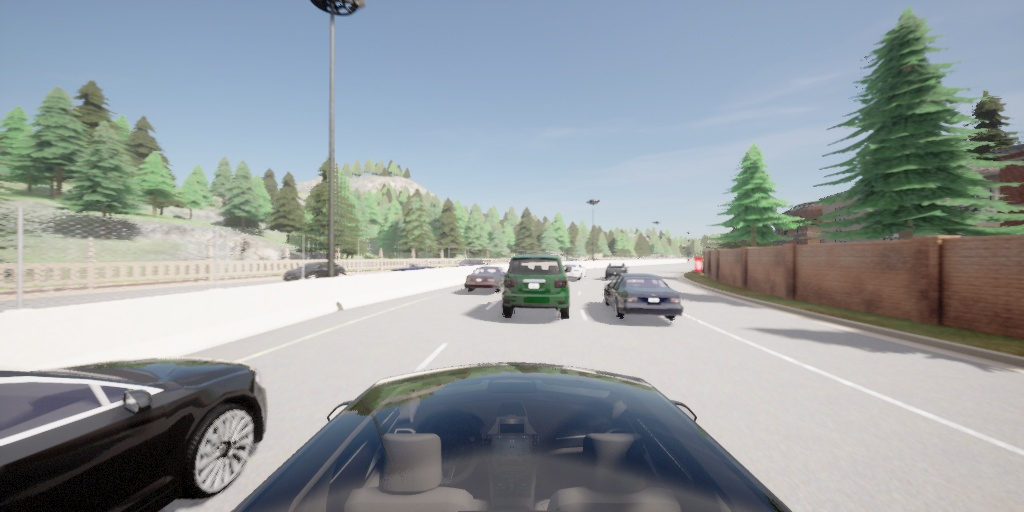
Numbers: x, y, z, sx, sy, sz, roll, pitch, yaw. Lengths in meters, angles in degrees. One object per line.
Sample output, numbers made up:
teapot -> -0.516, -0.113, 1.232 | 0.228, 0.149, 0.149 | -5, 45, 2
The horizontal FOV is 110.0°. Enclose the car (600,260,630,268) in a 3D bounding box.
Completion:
car -> 9.652, 1.299, 32.777 | 2.128, 1.511, 4.902 | 0, 0, 21

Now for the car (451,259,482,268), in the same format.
car -> -4.347, 1.093, 35.775 | 2.097, 1.767, 4.553 | 0, 0, 21

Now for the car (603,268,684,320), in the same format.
car -> 4.449, 1.323, 12.865 | 2.033, 1.411, 5.357 | 0, 0, 8

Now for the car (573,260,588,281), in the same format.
car -> 5.257, 1.311, 30.983 | 1.812, 1.442, 4.674 | 0, 0, 19

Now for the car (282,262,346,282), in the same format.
car -> -14.425, 1.195, 26.450 | 1.837, 1.490, 4.892 | 0, 0, 14

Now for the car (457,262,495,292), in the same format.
car -> -1.198, 1.298, 21.066 | 2.033, 1.411, 5.357 | 0, 0, 12

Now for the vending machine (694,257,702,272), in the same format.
vending machine -> 23.123, 1.071, 44.446 | 1.100, 2.100, 0.880 | 0, 0, 32

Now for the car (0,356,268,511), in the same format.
car -> -3.289, 1.226, 1.535 | 2.128, 1.511, 4.902 | 0, 0, 0

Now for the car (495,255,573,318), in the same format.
car -> 0.999, 0.980, 13.215 | 2.150, 2.045, 5.566 | 0, 0, 8

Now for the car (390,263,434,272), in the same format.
car -> -9.075, 1.318, 32.829 | 1.895, 1.301, 4.718 | 0, 0, 18
